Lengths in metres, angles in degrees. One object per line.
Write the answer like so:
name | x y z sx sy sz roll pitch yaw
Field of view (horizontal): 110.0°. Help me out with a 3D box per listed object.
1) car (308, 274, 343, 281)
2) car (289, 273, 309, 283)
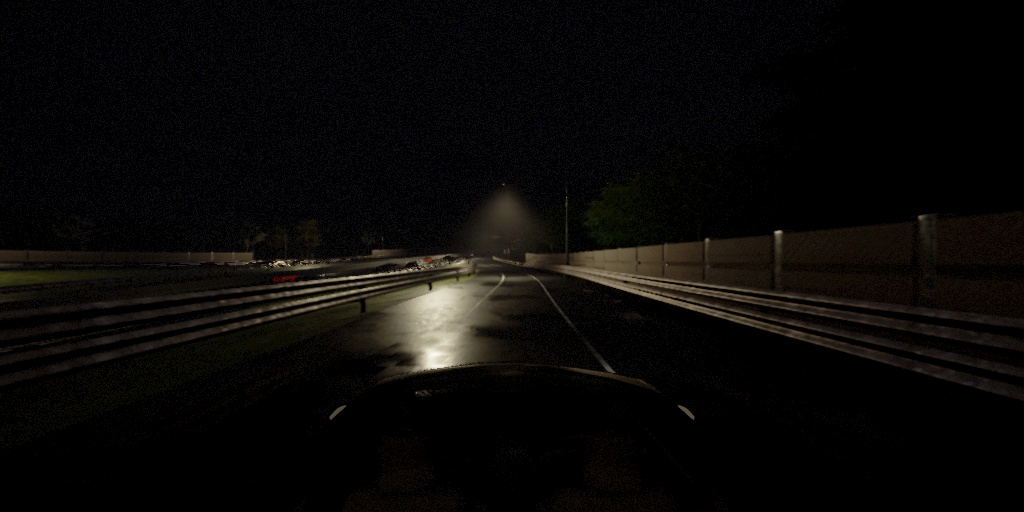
car | -28.469 3.649 55.842 2.033 1.411 5.357 0 3 9
car | -31.920 3.582 56.421 2.128 1.511 4.902 0 3 9
